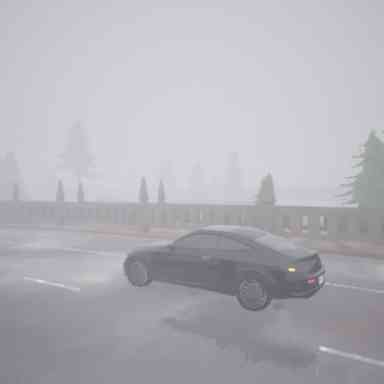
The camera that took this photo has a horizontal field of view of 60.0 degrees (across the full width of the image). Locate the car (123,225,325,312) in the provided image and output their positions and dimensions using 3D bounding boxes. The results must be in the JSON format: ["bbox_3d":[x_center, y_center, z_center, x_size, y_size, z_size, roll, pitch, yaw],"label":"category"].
[{"bbox_3d":[0.527,1.495,7.598,4.674,1.442,1.812,0,0,33],"label":"car"}]
